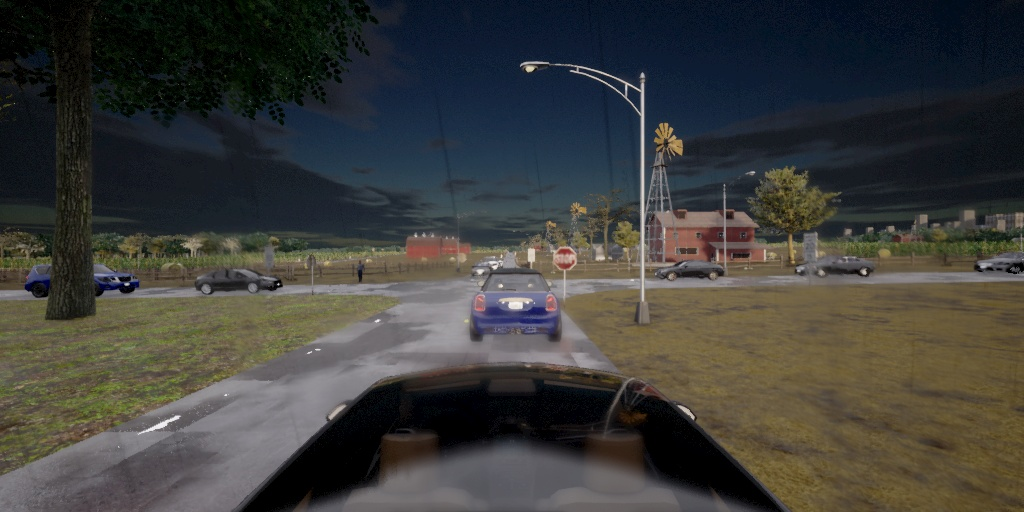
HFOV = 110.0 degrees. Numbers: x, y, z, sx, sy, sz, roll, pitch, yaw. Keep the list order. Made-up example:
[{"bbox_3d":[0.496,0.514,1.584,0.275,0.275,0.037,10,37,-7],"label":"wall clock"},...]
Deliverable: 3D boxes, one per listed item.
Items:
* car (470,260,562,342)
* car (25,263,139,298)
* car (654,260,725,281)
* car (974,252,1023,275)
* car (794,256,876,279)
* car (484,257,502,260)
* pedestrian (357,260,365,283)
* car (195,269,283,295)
[{"bbox_3d":[0.085,1.104,9.976,2.097,1.767,4.553,0,0,0],"label":"car"},{"bbox_3d":[-27.286,1.499,22.845,5.566,2.045,2.150,-1,1,0],"label":"car"},{"bbox_3d":[12.658,0.994,25.690,4.674,1.442,1.812,-1,1,2],"label":"car"},{"bbox_3d":[36.092,0.487,25.541,4.902,1.511,2.128,-1,1,0],"label":"car"},{"bbox_3d":[22.967,0.755,25.608,4.902,1.511,2.128,-1,1,0],"label":"car"},{"bbox_3d":[-2.902,1.093,47.629,2.150,2.045,5.566,0,-1,0],"label":"car"},{"bbox_3d":[-12.195,1.215,28.764,0.375,1.860,0.375,0,2,0],"label":"pedestrian"},{"bbox_3d":[-17.291,1.598,22.814,4.892,1.490,1.837,-1,1,0],"label":"car"}]
